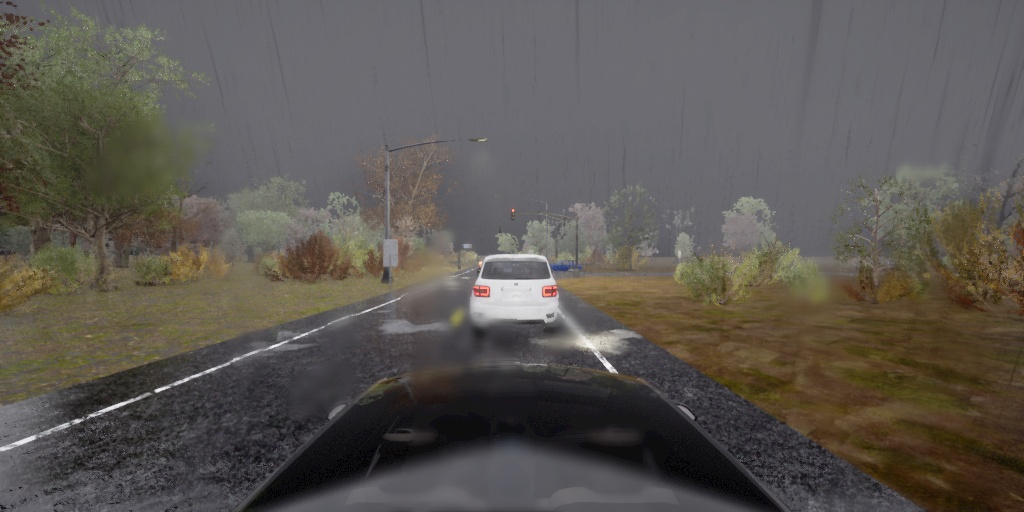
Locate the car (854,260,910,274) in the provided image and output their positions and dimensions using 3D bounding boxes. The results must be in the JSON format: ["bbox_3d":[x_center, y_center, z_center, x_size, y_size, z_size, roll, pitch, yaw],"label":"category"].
[{"bbox_3d":[41.982,1.257,40.758,5.008,1.535,1.882,0,0,4],"label":"car"}]

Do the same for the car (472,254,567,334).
[{"bbox_3d":[0.088,0.971,10.744,2.150,2.045,5.566,0,0,0],"label":"car"}]

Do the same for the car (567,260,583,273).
[{"bbox_3d":[6.027,1.231,43.485,5.008,1.535,1.882,0,1,23],"label":"car"}]

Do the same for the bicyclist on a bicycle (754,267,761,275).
[{"bbox_3d":[24.018,1.223,35.229,0.582,1.620,1.656,0,0,1],"label":"bicyclist on a bicycle"}]

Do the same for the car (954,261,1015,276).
[{"bbox_3d":[49.073,1.279,37.107,4.902,1.511,2.128,0,0,5],"label":"car"}]

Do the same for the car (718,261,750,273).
[{"bbox_3d":[25.760,1.260,41.488,4.902,1.511,2.128,0,0,2],"label":"car"}]

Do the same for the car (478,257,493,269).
[{"bbox_3d":[-4.205,1.104,57.563,2.097,1.767,4.553,0,0,-2],"label":"car"}]
